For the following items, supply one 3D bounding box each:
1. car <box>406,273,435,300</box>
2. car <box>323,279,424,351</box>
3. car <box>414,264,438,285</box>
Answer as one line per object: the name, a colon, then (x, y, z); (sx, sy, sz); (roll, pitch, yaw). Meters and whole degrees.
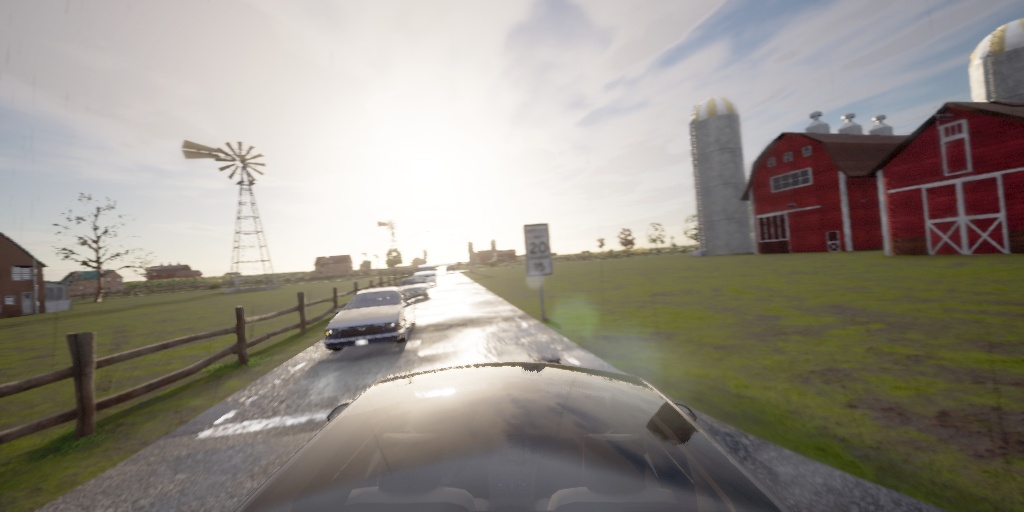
car: (-6.105, 2.010, 22.373); (1.895, 1.301, 4.718); (-5, 0, -10)
car: (-4.017, 1.696, 10.987); (2.033, 1.411, 5.357); (-5, 0, -11)
car: (-8.896, 1.968, 37.380); (2.150, 2.045, 5.566); (-5, 0, -12)
